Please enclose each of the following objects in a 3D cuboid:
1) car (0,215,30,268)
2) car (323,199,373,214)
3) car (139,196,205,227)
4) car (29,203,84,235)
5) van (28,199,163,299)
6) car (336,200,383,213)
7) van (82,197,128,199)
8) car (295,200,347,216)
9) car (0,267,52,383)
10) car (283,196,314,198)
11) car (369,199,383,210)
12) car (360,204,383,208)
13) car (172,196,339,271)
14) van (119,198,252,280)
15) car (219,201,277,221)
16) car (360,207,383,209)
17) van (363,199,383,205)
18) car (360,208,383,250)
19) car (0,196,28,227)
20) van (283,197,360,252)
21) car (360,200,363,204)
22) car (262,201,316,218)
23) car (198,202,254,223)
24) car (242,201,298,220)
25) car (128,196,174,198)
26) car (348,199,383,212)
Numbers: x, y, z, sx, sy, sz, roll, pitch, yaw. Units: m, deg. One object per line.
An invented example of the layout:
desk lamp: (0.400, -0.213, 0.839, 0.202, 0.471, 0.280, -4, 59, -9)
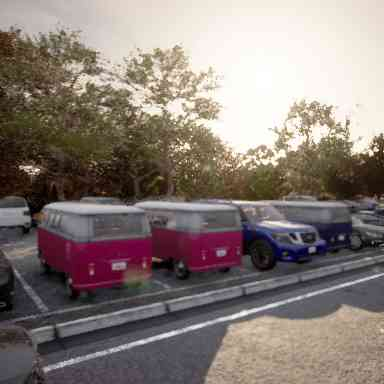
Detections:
car: (-4.988, 1.485, 6.976, 2.231, 1.521, 4.892, 1, 0, -36)
car: (18.642, 1.707, 39.938, 2.231, 1.521, 4.892, 0, 0, -36)
car: (-1.671, 1.361, 25.390, 2.435, 2.045, 5.566, 1, 0, -36)
car: (-8.574, 1.532, 20.724, 1.946, 1.575, 5.366, 1, 0, -36)
van: (-2.776, 1.286, 8.707, 1.878, 1.987, 4.442, 1, 0, -36)
car: (20.887, 1.741, 41.569, 2.163, 1.488, 4.792, 0, 0, -36)
van: (-6.274, 1.337, 22.281, 1.878, 1.987, 4.442, 1, 0, -36)
car: (14.125, 1.694, 36.711, 2.097, 1.535, 5.008, 0, 0, -36)
car: (-3.101, 1.510, 1.459, 4.674, 1.442, 1.812, 1, 0, -36)
car: (11.886, 1.437, 35.070, 2.435, 2.045, 5.566, 0, 0, -36)
car: (27.698, 1.759, 46.361, 2.163, 1.488, 4.792, 0, 0, -36)
car: (10.966, 1.684, 18.413, 2.163, 1.488, 4.792, 0, 0, -36)
car: (1.871, 1.316, 11.848, 2.435, 2.045, 5.566, 1, 0, -36)
van: (-0.495, 1.314, 10.336, 1.878, 1.987, 4.442, 1, 0, -36)
car: (4.983, 1.661, 30.403, 1.946, 1.575, 5.366, 0, 0, -36)
car: (8.699, 1.677, 16.755, 2.002, 1.452, 4.674, 1, 0, -36)
van: (13.197, 1.440, 20.113, 1.878, 1.987, 4.442, 0, 0, -36)
car: (6.413, 1.617, 15.133, 2.231, 1.521, 4.892, 1, 0, -36)
car: (-10.740, 1.256, 18.985, 2.435, 2.045, 5.566, 1, 0, -36)
van: (4.066, 1.369, 13.593, 1.878, 1.987, 4.442, 1, 0, -36)
car: (16.384, 1.700, 38.324, 2.097, 1.535, 5.008, 0, 0, -36)
car: (9.614, 1.684, 33.476, 2.231, 1.521, 4.892, 0, 0, -36)
car: (2.851, 1.683, 28.618, 2.163, 1.488, 4.792, 1, 0, -36)
car: (7.353, 1.674, 31.862, 2.097, 1.535, 5.008, 0, 0, -36)
car: (-3.963, 1.339, 23.823, 2.435, 2.045, 5.566, 1, 0, -36)
car: (23.271, 1.715, 43.007, 1.946, 1.575, 5.366, 0, 0, -36)
